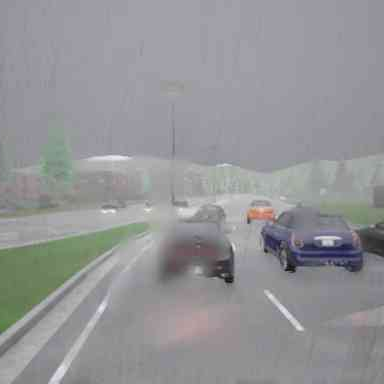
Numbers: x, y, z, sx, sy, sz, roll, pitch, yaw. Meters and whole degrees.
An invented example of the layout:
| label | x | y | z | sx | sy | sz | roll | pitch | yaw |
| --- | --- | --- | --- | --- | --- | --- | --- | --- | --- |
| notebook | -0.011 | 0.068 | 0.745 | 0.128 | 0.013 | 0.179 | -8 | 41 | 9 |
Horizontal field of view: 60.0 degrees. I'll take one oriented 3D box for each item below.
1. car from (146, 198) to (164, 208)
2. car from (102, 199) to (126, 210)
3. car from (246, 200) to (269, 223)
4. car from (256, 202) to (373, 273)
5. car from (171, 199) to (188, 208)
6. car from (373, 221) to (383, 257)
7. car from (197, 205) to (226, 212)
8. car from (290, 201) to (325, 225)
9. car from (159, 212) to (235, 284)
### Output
| label | x | y | z | sx | sy | sz | roll | pitch | yaw |
| --- | --- | --- | --- | --- | --- | --- | --- | --- | --- |
| car | -5.631 | 1.608 | 50.994 | 2.128 | 1.511 | 4.902 | 0 | 0 | 10 |
| car | -10.357 | 1.664 | 44.447 | 1.994 | 1.385 | 4.181 | 0 | 0 | 10 |
| car | 5.402 | 1.411 | 26.260 | 2.097 | 1.767 | 4.553 | 0 | 0 | 10 |
| car | 3.657 | 1.377 | 10.983 | 2.097 | 1.767 | 4.553 | 0 | 0 | 1 |
| car | -1.925 | 1.718 | 51.802 | 1.895 | 1.301 | 4.718 | 0 | 0 | 10 |
| car | 7.147 | 1.590 | 11.220 | 1.994 | 1.385 | 4.181 | 0 | 0 | 1 |
| car | 1.340 | 1.601 | 23.425 | 2.033 | 1.411 | 5.357 | 0 | 0 | 10 |
| car | 8.927 | 1.567 | 26.095 | 1.837 | 1.490 | 4.892 | 0 | 0 | 10 |
| car | 0.135 | 1.524 | 9.692 | 1.837 | 1.490 | 4.892 | 0 | -1 | 1 |
